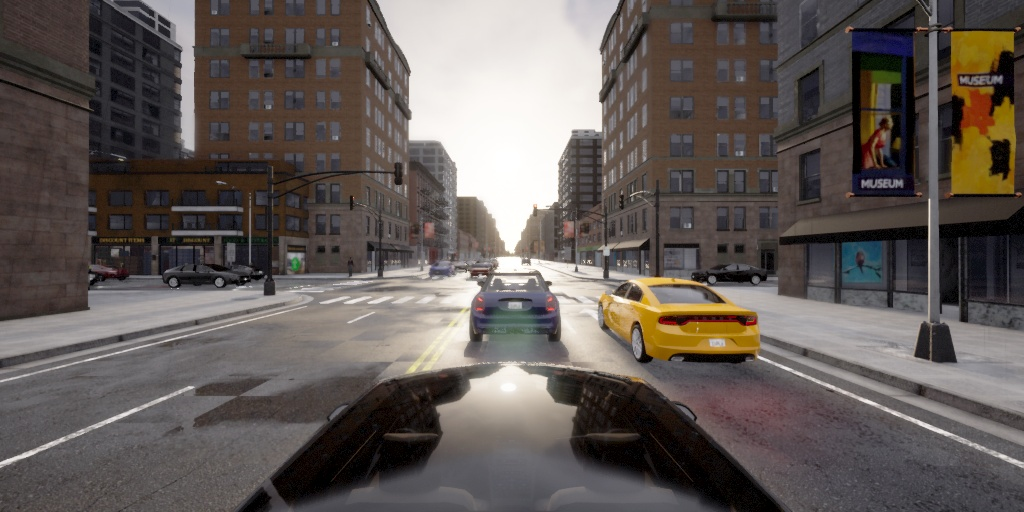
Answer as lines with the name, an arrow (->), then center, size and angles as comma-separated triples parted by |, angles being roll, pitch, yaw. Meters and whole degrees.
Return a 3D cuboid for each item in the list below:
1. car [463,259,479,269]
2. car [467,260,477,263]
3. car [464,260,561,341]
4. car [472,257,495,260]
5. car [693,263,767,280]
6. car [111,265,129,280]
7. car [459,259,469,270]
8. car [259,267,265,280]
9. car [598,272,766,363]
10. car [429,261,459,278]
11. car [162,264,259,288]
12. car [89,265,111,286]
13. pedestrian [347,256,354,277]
car -> -6.672, 1.235, 59.180 | 2.128, 1.511, 4.902 | 0, 0, 0
car -> -2.989, 1.353, 33.253 | 1.895, 1.301, 4.718 | 0, 0, -7
car -> 0.077, 1.102, 9.977 | 2.097, 1.767, 4.553 | 0, 0, 0
car -> -3.415, 1.100, 44.412 | 2.097, 1.767, 4.553 | 0, 0, 0
car -> 15.844, 1.268, 26.327 | 5.008, 1.535, 1.882 | 0, 0, 1
car -> -33.189, 1.344, 28.681 | 4.207, 1.307, 1.802 | 0, 0, 0
car -> -6.668, 1.312, 46.396 | 1.994, 1.385, 4.181 | 0, 0, 0
car -> -22.167, 1.330, 28.642 | 4.313, 1.339, 1.948 | 0, 0, 0
car -> 3.315, 1.228, 8.175 | 1.882, 1.535, 5.008 | 0, 0, 1
car -> -6.649, 1.228, 34.465 | 1.882, 1.535, 5.008 | 0, 0, 0
car -> -19.617, 1.249, 23.148 | 4.892, 1.490, 1.837 | 0, 0, 0
car -> -29.750, 1.233, 23.185 | 4.902, 1.511, 2.128 | 0, 0, 0
pedestrian -> -14.188, 0.920, 31.491 | 0.375, 1.860, 0.375 | 0, 0, 0
